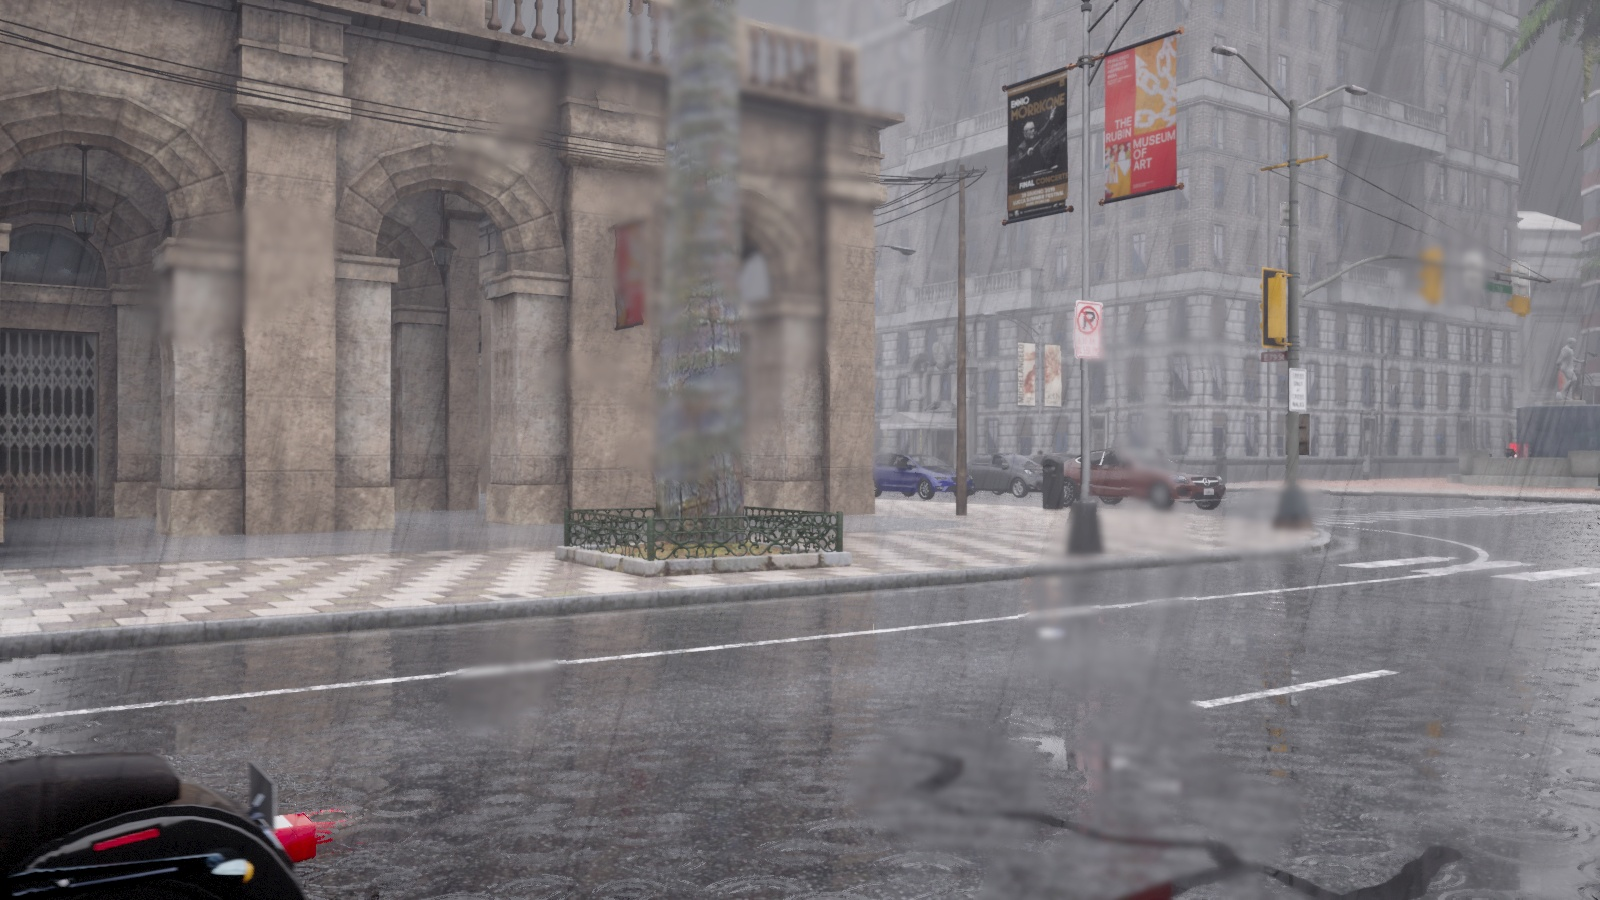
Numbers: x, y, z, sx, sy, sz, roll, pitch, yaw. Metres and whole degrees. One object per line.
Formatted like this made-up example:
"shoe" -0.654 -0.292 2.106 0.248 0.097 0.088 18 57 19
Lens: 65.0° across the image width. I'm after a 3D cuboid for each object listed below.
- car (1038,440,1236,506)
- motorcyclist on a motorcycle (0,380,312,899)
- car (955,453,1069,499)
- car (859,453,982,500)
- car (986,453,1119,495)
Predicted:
"car" 9.144 0.588 34.468 2.152 1.651 5.027 0 0 -35
"motorcyclist on a motorcycle" -2.160 0.705 2.155 2.350 1.649 0.766 0 0 -35
"car" 7.234 0.849 43.140 1.845 1.501 3.633 0 0 -35
"car" 3.948 0.852 41.834 1.816 1.474 4.193 0 0 -34
"car" 9.244 0.844 46.362 1.837 1.490 4.892 0 0 -35
